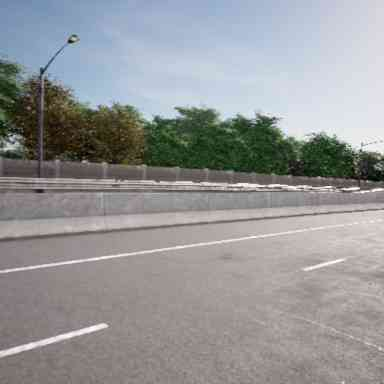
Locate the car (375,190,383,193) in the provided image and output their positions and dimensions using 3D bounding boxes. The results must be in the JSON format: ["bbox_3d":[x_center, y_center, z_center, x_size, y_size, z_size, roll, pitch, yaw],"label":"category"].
[{"bbox_3d":[35.103,0.266,60.536,5.357,1.411,2.033,1,3,-40],"label":"car"}]
